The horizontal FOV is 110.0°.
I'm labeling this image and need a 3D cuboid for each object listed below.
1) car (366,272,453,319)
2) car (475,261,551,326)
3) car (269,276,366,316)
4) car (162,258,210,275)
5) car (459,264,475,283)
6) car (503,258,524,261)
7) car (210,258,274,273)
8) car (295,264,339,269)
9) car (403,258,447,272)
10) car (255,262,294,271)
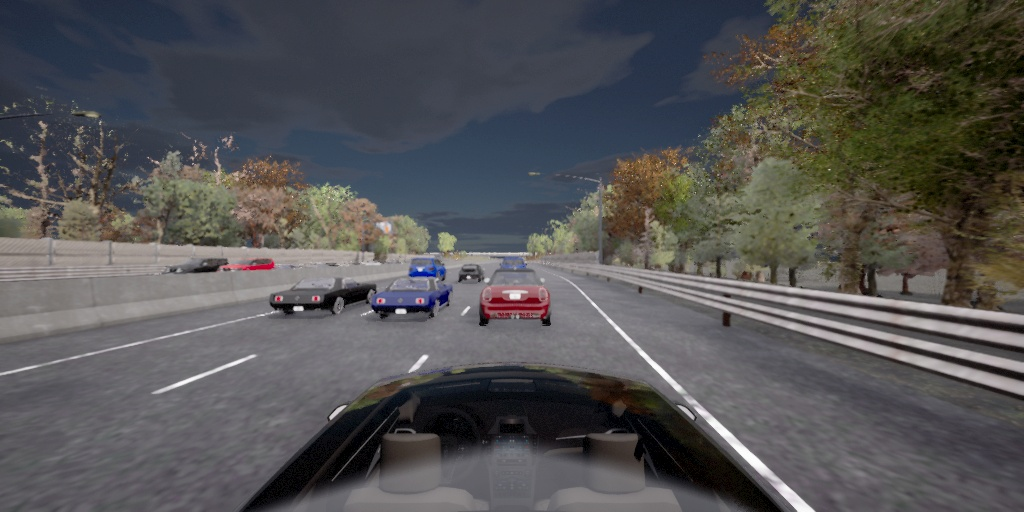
[{"bbox_3d":[-3.402,1.428,13.232,1.895,1.301,4.718,0,0,0],"label":"car"},{"bbox_3d":[0.094,1.171,12.195,2.097,1.767,4.553,0,0,0],"label":"car"},{"bbox_3d":[-6.902,1.432,13.828,1.895,1.301,4.718,0,0,0],"label":"car"},{"bbox_3d":[-27.938,1.183,32.146,2.150,2.045,5.566,0,-1,-1],"label":"car"},{"bbox_3d":[-3.400,1.455,30.709,1.837,1.490,4.892,0,-1,0],"label":"car"},{"bbox_3d":[0.100,1.165,29.737,2.150,2.045,5.566,0,0,0],"label":"car"},{"bbox_3d":[-24.593,1.192,33.549,2.150,2.045,5.566,0,0,0],"label":"car"},{"bbox_3d":[-17.592,1.475,33.389,1.837,1.490,4.892,0,0,0],"label":"car"},{"bbox_3d":[-6.900,1.164,29.690,2.150,2.045,5.566,0,0,0],"label":"car"},{"bbox_3d":[-21.091,1.533,33.205,1.994,1.385,4.181,0,0,0],"label":"car"}]
